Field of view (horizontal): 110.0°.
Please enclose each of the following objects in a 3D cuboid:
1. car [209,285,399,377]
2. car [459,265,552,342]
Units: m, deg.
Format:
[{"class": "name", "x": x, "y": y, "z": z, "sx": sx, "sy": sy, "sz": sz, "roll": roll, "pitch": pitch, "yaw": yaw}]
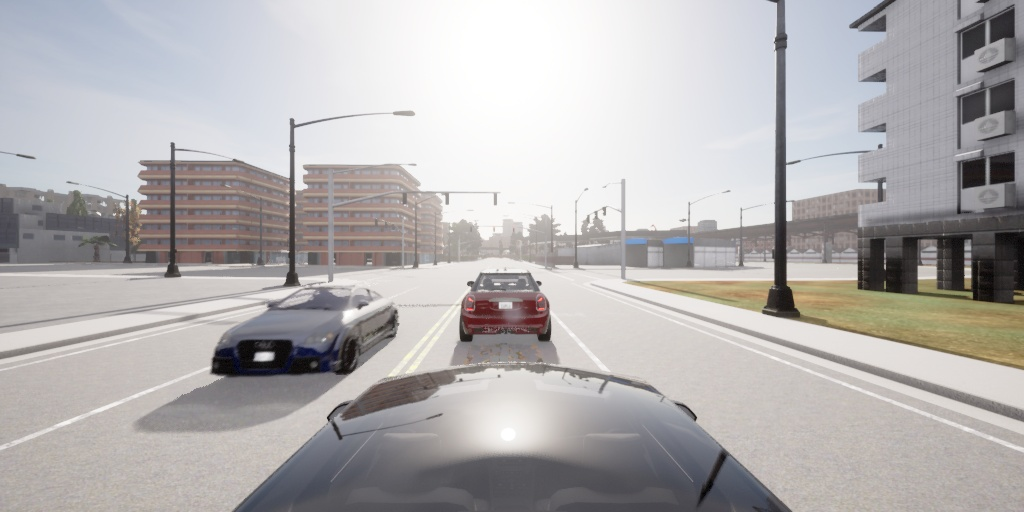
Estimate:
[{"class": "car", "x": -3.761, "y": 1.314, "z": 7.336, "sx": 1.994, "sy": 1.385, "sz": 4.181, "roll": 0, "pitch": 0, "yaw": -2}, {"class": "car", "x": -0.203, "y": 1.102, "z": 9.981, "sx": 2.097, "sy": 1.767, "sz": 4.553, "roll": 0, "pitch": 0, "yaw": -2}]
